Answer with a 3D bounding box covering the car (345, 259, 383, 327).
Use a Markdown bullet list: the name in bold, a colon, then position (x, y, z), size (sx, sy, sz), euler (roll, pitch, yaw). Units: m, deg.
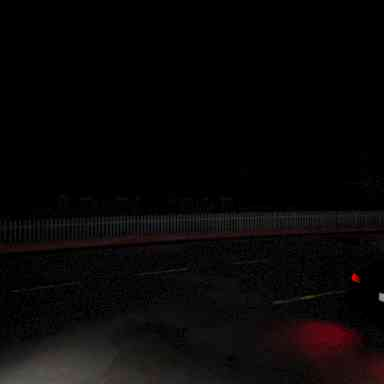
- **car**: position (4.758, 1.564, 5.749), size (4.181, 1.385, 1.994), euler (0, 0, -24)
